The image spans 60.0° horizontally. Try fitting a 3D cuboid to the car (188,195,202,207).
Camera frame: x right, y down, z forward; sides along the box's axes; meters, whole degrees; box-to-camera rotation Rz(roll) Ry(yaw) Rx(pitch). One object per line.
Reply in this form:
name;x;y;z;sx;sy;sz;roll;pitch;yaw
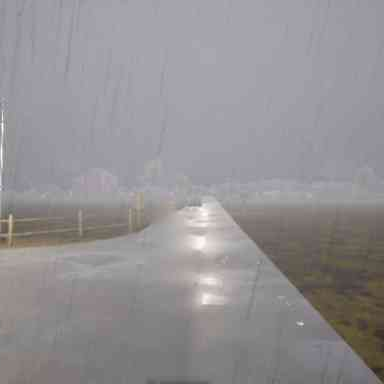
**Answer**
car;0.613;1.689;58.060;2.150;2.045;5.566;0;2;3
